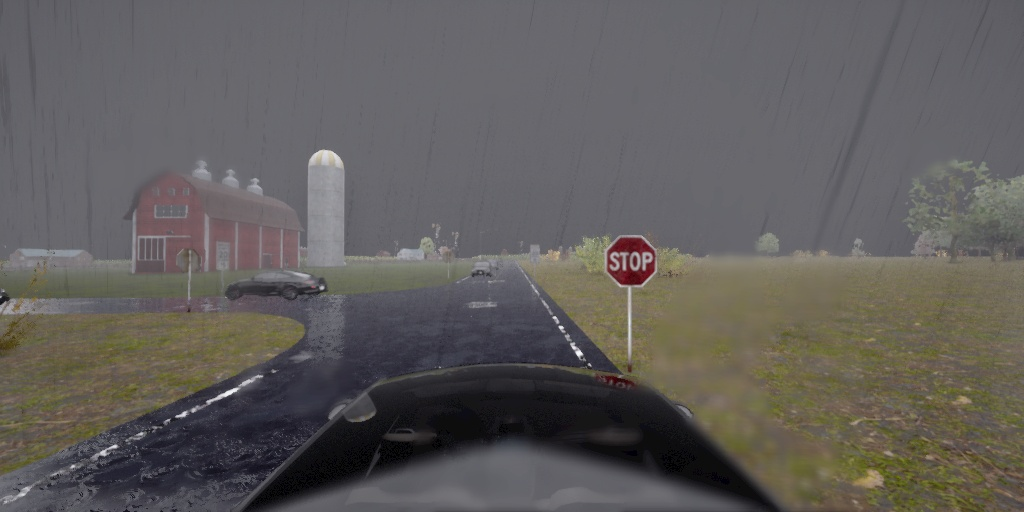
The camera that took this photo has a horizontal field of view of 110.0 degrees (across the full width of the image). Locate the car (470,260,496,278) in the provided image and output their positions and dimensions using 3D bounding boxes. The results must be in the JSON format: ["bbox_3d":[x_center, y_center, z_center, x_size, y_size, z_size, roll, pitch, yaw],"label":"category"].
[{"bbox_3d":[-2.846,1.266,34.709,1.837,1.490,4.892,0,0,0],"label":"car"}]

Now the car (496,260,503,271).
[{"bbox_3d":[-2.841,1.266,51.201,2.128,1.511,4.902,0,0,0],"label":"car"}]

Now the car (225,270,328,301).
[{"bbox_3d":[-11.632,1.424,17.834,4.674,1.442,1.812,-1,-1,6],"label":"car"}]

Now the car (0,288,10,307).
[{"bbox_3d":[-24.095,1.571,15.031,4.181,1.385,1.994,-1,-1,0],"label":"car"}]
